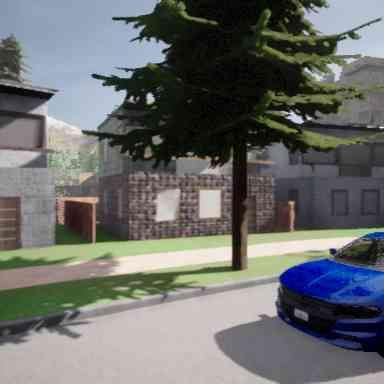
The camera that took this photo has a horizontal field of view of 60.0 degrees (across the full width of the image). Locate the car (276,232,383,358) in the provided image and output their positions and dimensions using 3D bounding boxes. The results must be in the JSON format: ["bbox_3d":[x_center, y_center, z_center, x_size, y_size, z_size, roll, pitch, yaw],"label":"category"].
[{"bbox_3d":[3.756,1.472,5.900,5.008,1.535,1.882,0,0,-28],"label":"car"}]
